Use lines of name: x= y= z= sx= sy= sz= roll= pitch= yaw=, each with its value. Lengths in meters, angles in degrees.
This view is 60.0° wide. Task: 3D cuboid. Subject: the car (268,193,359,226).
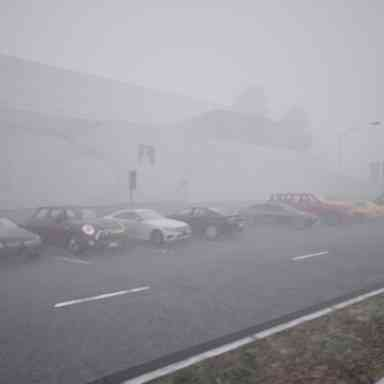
car: x=7.593 y=1.071 z=21.934 sx=5.566 sy=2.045 sz=2.435 roll=-1 pitch=-1 yaw=35

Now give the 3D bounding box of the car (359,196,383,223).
car: x=10.170 y=1.289 z=23.581 sx=5.366 sy=1.575 sz=1.946 roll=-1 pitch=-1 yaw=35

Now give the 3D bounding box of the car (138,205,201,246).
car: x=-2.207 y=1.480 z=14.979 sx=4.674 sy=1.452 sz=2.002 roll=-1 pitch=-1 yaw=35

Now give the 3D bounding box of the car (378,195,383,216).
car: x=12.302 y=1.272 z=25.527 sx=5.366 sy=1.575 sz=1.946 roll=-1 pitch=0 yaw=35

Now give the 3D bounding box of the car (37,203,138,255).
car: x=-4.677 y=1.339 z=13.255 sx=4.553 sy=1.767 sz=2.185 roll=-1 pitch=-1 yaw=35

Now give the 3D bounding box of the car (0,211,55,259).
car: x=-7.093 y=1.529 z=11.497 sx=4.674 sy=1.452 sz=2.002 roll=-1 pitch=-1 yaw=35

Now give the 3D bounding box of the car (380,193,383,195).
car: x=17.313 y=0.979 z=28.919 sx=5.566 sy=2.045 sz=2.435 roll=-1 pitch=0 yaw=35

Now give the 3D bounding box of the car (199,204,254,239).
car: x=0.242 y=1.412 z=16.712 sx=5.008 sy=1.535 sz=2.097 roll=-1 pitch=0 yaw=35

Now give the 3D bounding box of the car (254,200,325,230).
car: x=5.153 y=1.380 z=20.188 sx=4.792 sy=1.488 sz=2.163 roll=-1 pitch=-1 yaw=35
